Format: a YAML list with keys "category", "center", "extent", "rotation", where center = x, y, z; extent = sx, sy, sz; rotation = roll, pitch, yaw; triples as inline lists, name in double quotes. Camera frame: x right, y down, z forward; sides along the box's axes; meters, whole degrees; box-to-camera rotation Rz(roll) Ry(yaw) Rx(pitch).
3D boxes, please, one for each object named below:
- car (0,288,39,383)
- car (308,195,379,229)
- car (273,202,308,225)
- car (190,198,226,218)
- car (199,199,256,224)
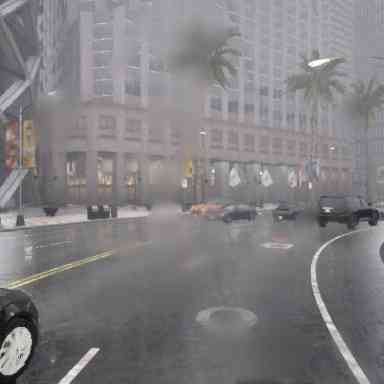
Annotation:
- category: "car"
  center: [-3.087, 1.506, 2.558]
  extent: [1.837, 1.490, 4.892]
  rotation: [0, 0, 4]
- category: "car"
  center: [10.183, 1.221, 21.762]
  extent: [5.566, 2.045, 2.150]
  rotation: [0, 0, -41]
- category: "car"
  center: [7.829, 1.503, 24.200]
  extent: [4.892, 1.490, 1.837]
  rotation: [1, -1, -42]
- category: "car"
  center: [1.928, 1.351, 28.521]
  extent: [4.553, 1.767, 2.097]
  rotation: [0, 0, -43]
- category: "car"
  center: [2.984, 1.525, 24.688]
  extent: [1.812, 1.442, 4.674]
  rotation: [0, 0, 44]
